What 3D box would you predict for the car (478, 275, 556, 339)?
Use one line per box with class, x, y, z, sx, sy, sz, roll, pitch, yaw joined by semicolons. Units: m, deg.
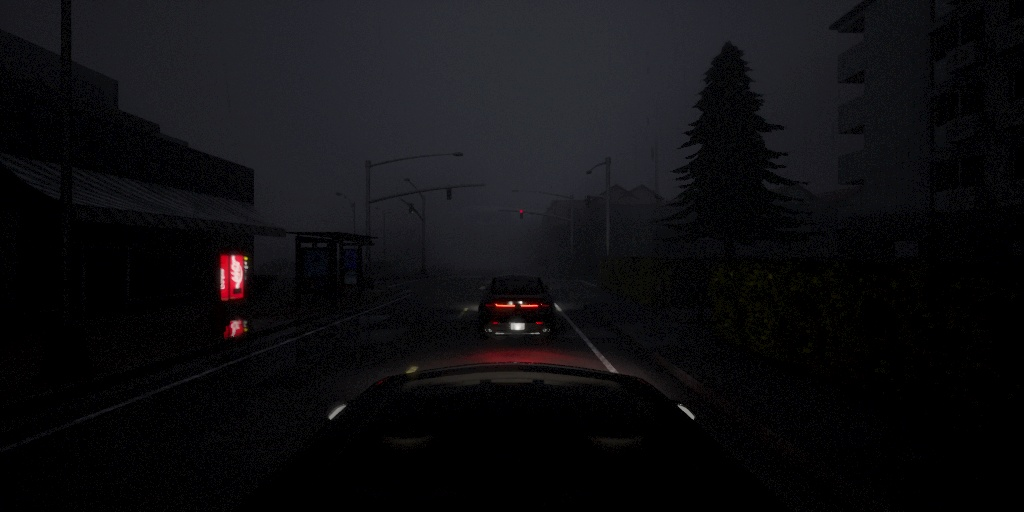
car;0.117;1.255;10.062;1.837;1.490;4.892;0;0;0
